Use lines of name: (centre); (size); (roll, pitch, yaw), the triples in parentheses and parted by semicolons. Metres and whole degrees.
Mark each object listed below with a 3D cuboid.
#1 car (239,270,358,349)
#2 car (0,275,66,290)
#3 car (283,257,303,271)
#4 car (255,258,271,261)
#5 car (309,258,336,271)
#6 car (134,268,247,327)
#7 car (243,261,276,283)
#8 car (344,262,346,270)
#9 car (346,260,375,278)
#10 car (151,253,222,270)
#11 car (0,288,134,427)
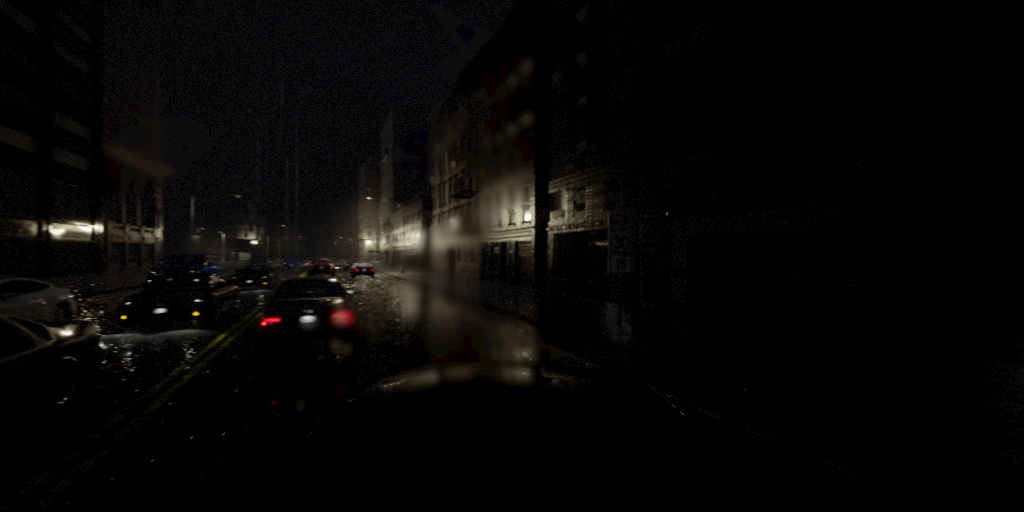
car: (-5.103, 1.266, 9.166); (2.033, 1.411, 5.357); (1, 0, -27)
car: (-12.064, 1.181, 7.955); (1.812, 1.442, 4.674); (1, 0, -27)
car: (-26.752, 0.864, 43.935); (1.882, 1.535, 5.008); (1, 0, -27)
car: (-29.644, 0.898, 42.452); (2.033, 1.411, 5.357); (1, 0, -27)
car: (-17.410, 0.999, 32.956); (2.097, 1.767, 4.553); (1, 0, -27)
car: (-10.055, 1.242, 11.182); (1.994, 1.385, 4.181); (1, 0, -26)
car: (-15.368, 1.213, 21.539); (1.994, 1.385, 4.181); (1, 0, -27)
car: (-20.257, 1.206, 45.616); (1.994, 1.385, 4.181); (1, 0, -27)
car: (-13.699, 1.229, 32.755); (2.033, 1.411, 5.357); (1, 0, -27)
car: (-18.586, 0.842, 20.692); (2.150, 2.045, 5.566); (1, 0, -27)
car: (-5.851, 1.248, 2.960); (2.033, 1.411, 5.357); (1, 0, -27)
